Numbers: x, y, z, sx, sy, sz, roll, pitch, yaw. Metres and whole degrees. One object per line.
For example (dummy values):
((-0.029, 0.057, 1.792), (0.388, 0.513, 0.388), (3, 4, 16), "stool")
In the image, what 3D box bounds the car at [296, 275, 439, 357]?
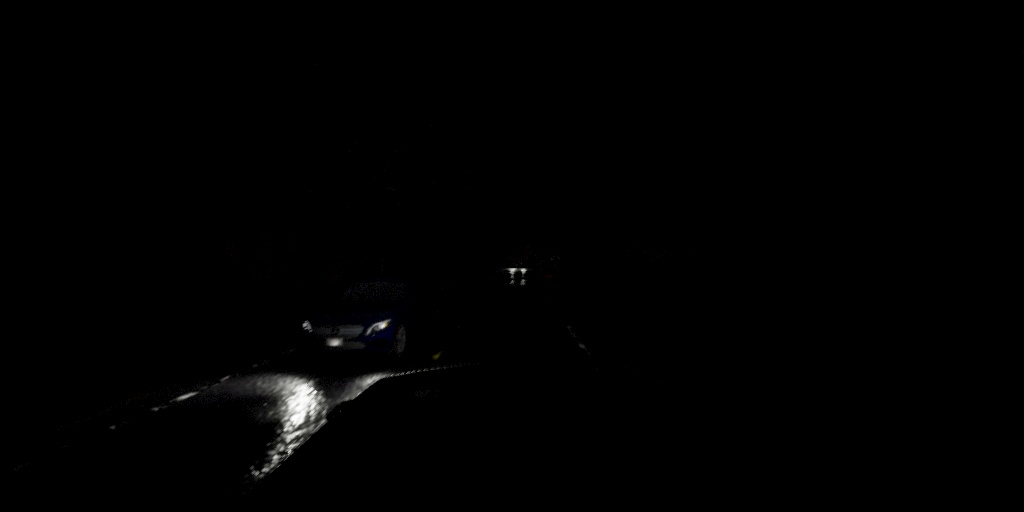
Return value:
((-3.003, 1.209, 8.510), (1.812, 1.442, 4.674), (0, 0, 1), "car")

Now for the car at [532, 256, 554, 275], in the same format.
((3.030, 1.013, 36.101), (1.882, 1.535, 5.008), (0, 0, 7), "car")

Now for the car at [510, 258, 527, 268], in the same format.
((1.018, 0.941, 50.657), (1.812, 1.442, 4.674), (1, 0, 10), "car")
